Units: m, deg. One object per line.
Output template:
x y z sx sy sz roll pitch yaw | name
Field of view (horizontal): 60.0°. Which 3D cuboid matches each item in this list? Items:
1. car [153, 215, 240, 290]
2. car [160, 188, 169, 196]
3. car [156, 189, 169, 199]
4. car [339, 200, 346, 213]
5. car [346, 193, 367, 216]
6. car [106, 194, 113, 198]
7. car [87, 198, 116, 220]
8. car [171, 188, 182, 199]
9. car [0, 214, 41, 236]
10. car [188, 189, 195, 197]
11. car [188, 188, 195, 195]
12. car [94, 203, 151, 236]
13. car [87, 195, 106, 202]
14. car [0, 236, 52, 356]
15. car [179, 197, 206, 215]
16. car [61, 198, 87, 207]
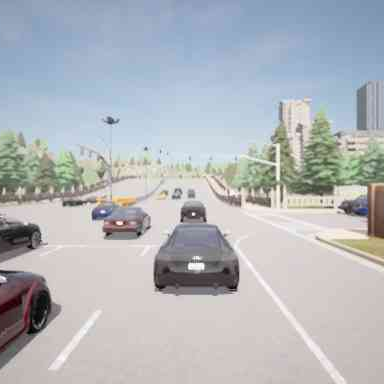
0.142 1.541 9.059 1.994 1.385 4.181 0 0 1 | car
-7.151 0.015 86.812 1.882 1.535 5.008 0 7 0 | car
-7.097 0.830 76.799 1.882 1.535 5.008 0 3 0 | car
17.416 1.140 32.483 5.566 2.045 2.150 0 0 0 | car
16.971 1.148 29.032 5.566 2.045 2.150 0 0 -4 | car
-17.555 1.228 69.046 1.812 1.442 4.674 0 1 0 | car
-6.897 1.493 27.714 1.994 1.385 4.181 0 0 0 | car
-3.597 0.709 76.780 2.097 1.767 4.553 0 3 0 | car
-6.898 1.462 11.285 2.128 1.511 4.902 0 0 0 | car
-0.114 0.637 79.948 1.837 1.490 4.892 0 5 0 | car
-0.165 -0.196 89.495 1.994 1.385 4.181 0 7 0 | car
-3.398 1.502 18.087 2.033 1.411 5.357 0 0 0 | car
-17.504 1.398 59.100 2.033 1.411 5.357 0 0 0 | car
-3.399 1.554 4.052 1.994 1.385 4.181 0 0 0 | car
0.103 1.412 25.985 1.882 1.535 5.008 0 0 0 | car
-17.564 1.476 49.226 1.895 1.301 4.718 0 0 0 | car
